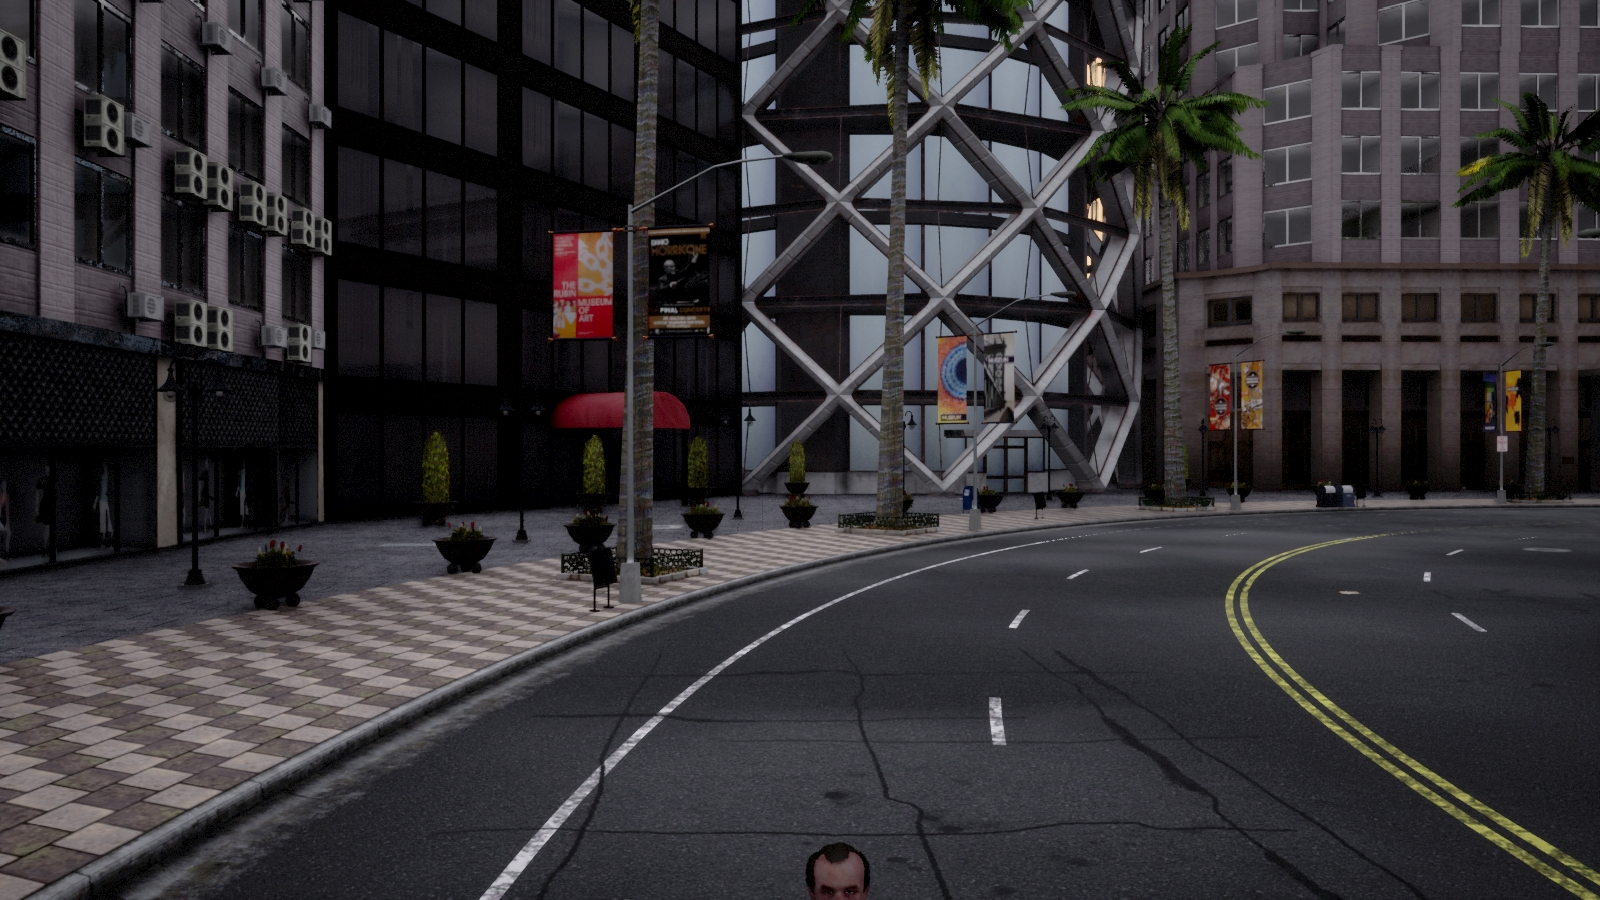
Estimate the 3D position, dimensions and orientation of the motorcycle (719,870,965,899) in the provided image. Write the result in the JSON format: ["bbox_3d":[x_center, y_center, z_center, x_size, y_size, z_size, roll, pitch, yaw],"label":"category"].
[{"bbox_3d":[0.124,2.182,3.338,0.856,1.236,1.805,0,0,2],"label":"motorcycle"}]
